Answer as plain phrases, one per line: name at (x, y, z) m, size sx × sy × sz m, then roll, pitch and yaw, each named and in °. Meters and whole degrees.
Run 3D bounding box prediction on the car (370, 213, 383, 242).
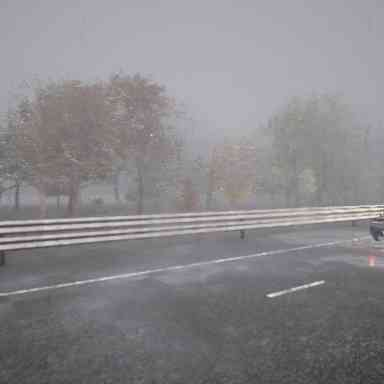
car at (10.190, 1.531, 15.487) m, size 4.902 × 1.511 × 2.128 m, roll 0°, pitch 0°, yaw -36°
